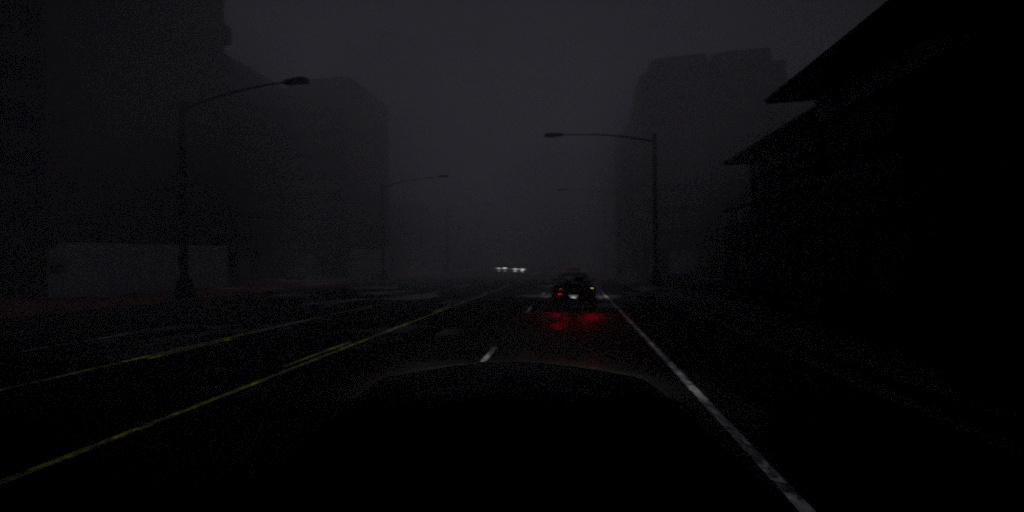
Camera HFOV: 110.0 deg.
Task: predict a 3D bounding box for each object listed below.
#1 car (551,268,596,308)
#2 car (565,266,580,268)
[{"bbox_3d":[2.756,1.424,16.112,1.812,1.442,4.674,-1,-1,10],"label":"car"},{"bbox_3d":[5.268,1.635,30.990,1.882,1.535,5.008,-1,-1,10],"label":"car"}]
